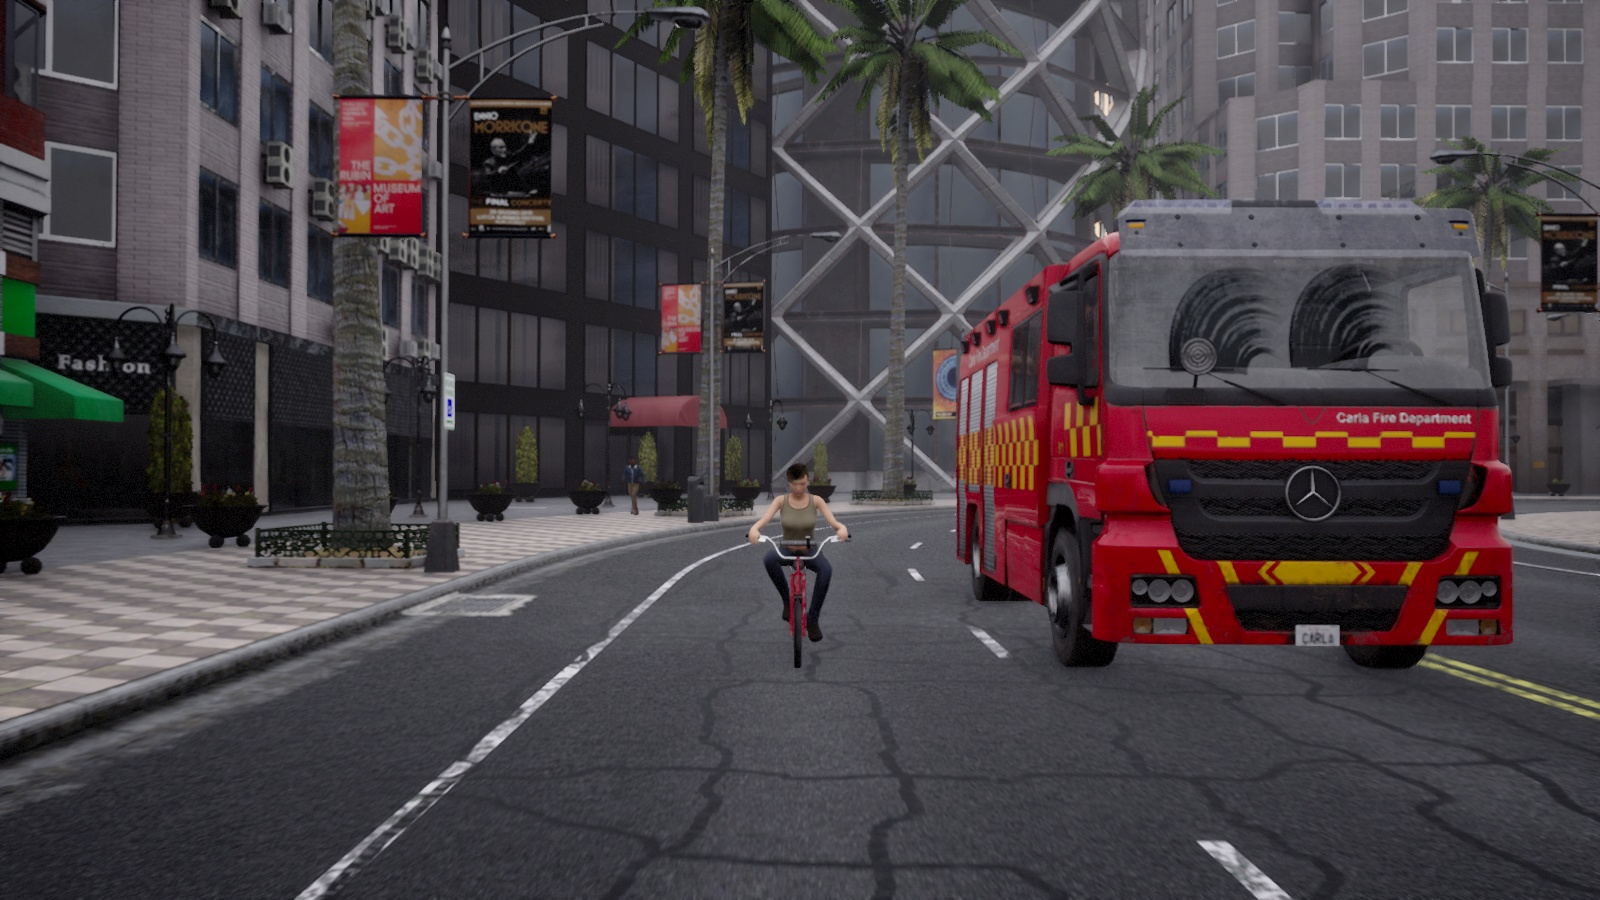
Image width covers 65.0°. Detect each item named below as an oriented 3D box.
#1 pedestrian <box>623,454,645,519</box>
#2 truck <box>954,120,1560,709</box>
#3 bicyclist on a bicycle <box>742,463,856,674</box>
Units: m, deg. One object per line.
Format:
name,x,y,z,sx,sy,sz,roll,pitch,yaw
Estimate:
pedestrian,-5.015,1.101,38.006,0.423,1.949,0.788,0,-1,11
truck,3.485,-0.165,12.414,2.891,3.827,8.468,0,-1,0
bicyclist on a bicycle,-0.007,0.918,10.431,0.866,1.612,1.509,0,0,0
